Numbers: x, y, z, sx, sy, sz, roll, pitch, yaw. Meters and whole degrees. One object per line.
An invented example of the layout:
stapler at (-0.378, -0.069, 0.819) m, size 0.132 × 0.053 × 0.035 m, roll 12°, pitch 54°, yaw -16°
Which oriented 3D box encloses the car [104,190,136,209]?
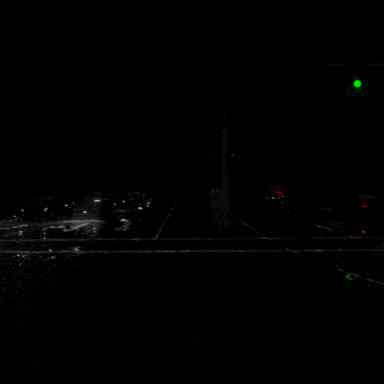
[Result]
car at (-7.109, 0.828, 32.718) m, size 1.837 × 1.490 × 4.892 m, roll -1°, pitch 1°, yaw -1°

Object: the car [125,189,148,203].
car at (-7.276, 0.606, 42.984) m, size 1.812 × 1.442 × 4.674 m, roll -1°, pitch 1°, yaw -1°

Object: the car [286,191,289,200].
car at (11.309, 0.257, 43.999) m, size 1.837 × 1.490 × 4.892 m, roll -1°, pitch 1°, yaw -1°

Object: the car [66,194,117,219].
car at (-7.062, 1.097, 23.900) m, size 1.994 × 1.385 × 4.181 m, roll -1°, pitch 1°, yaw 0°

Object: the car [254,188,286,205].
car at (7.950, 0.563, 35.294) m, size 2.033 × 1.411 × 5.357 m, roll -1°, pitch 1°, yaw -1°

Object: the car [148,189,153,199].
car at (-7.435, 0.325, 53.386) m, size 2.128 × 1.511 × 4.902 m, roll -1°, pitch 1°, yaw -1°

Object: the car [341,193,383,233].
car at (8.301, 1.008, 13.527) m, size 1.882 × 1.535 × 5.008 m, roll -1°, pitch 1°, yaw -1°

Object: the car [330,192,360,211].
car at (11.635, 0.756, 23.802) m, size 1.812 × 1.442 × 4.674 m, roll -1°, pitch 1°, yaw -1°

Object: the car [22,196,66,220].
car at (-10.529, 1.057, 24.328) m, size 1.882 × 1.535 × 5.008 m, roll -1°, pitch 1°, yaw -1°
